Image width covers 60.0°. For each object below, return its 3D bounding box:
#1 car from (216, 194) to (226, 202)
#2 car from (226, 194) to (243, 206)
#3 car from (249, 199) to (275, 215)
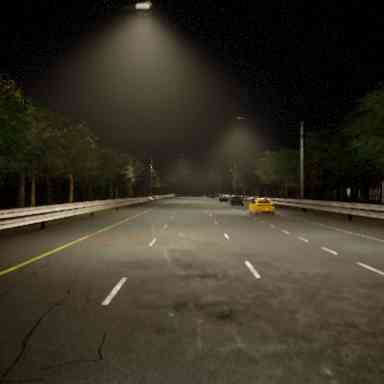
[{"bbox_3d":[7.058,1.623,75.089,1.895,1.301,4.718,0,0,0],"label":"car"},{"bbox_3d":[7.012,1.555,53.398,1.837,1.490,4.892,0,0,0],"label":"car"},{"bbox_3d":[7.006,1.493,33.757,1.882,1.535,5.008,0,0,0],"label":"car"}]
